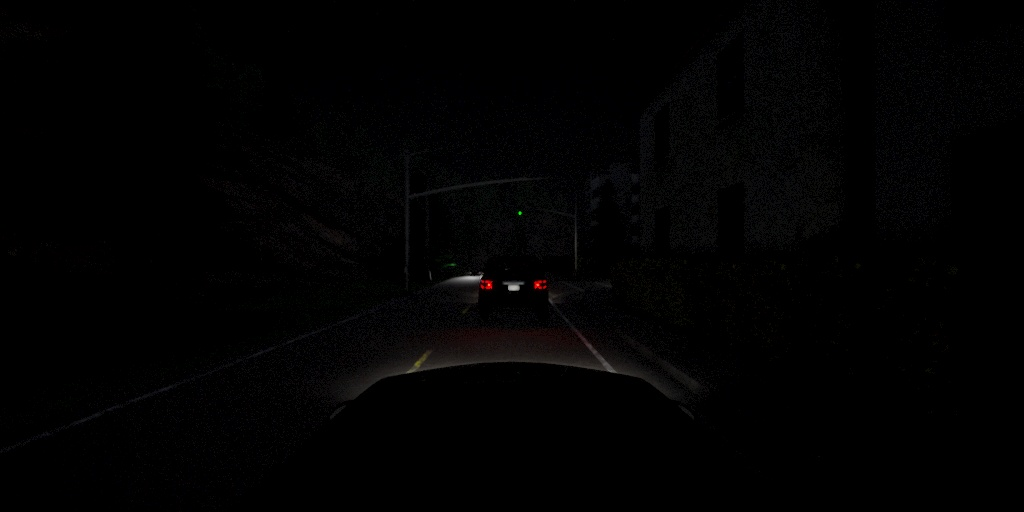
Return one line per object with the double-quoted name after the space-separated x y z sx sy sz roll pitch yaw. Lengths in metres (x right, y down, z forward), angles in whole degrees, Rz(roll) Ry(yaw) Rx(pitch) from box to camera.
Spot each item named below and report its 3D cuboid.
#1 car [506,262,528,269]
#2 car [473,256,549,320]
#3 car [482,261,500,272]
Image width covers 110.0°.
0.941 1.673 64.253 1.895 1.301 4.718 0 0 30 "car"
0.077 1.028 12.925 2.150 2.045 5.566 0 -1 1 "car"
-3.001 1.534 51.917 1.812 1.442 4.674 0 0 8 "car"
